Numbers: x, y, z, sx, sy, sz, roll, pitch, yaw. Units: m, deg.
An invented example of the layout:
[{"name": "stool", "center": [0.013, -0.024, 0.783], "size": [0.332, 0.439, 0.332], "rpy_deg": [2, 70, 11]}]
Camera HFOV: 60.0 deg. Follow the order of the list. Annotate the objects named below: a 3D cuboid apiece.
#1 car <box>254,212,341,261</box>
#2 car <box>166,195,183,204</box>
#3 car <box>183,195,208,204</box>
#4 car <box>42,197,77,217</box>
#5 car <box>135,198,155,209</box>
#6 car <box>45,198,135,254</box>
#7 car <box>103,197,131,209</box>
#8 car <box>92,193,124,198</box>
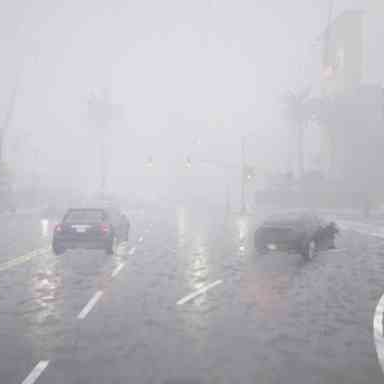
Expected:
[{"name": "car", "center": [4.074, 1.502, 12.496], "size": [1.837, 1.490, 4.892], "rpy_deg": [-2, -1, 39]}, {"name": "car", "center": [-2.760, 1.369, 61.707], "size": [2.128, 1.511, 4.902], "rpy_deg": [0, 0, 34]}, {"name": "car", "center": [1.095, 1.389, 61.058], "size": [2.128, 1.511, 4.902], "rpy_deg": [0, 0, 37]}, {"name": "car", "center": [-11.273, 1.245, 29.200], "size": [2.097, 1.767, 4.553], "rpy_deg": [0, 0, 0]}, {"name": "car", "center": [-6.598, 1.489, 44.590], "size": [1.895, 1.301, 4.718], "rpy_deg": [0, 0, 14]}, {"name": "car", "center": [-3.802, 1.309, 13.358], "size": [2.097, 1.767, 4.553], "rpy_deg": [0, 0, -1]}, {"name": "car", "center": [-10.027, 1.396, 45.109], "size": [1.812, 1.442, 4.674], "rpy_deg": [0, 0, 14]}, {"name": "car", "center": [-7.822, 1.130, 29.675], "size": [2.150, 2.045, 5.566], "rpy_deg": [0, 0, 0]}]
